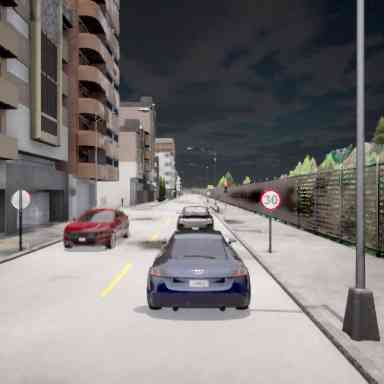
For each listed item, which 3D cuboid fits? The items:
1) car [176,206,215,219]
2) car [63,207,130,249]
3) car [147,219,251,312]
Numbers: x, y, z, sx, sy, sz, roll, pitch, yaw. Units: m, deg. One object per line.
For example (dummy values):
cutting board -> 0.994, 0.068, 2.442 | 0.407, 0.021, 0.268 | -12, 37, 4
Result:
car -> 0.185, 1.492, 17.734 | 2.128, 1.511, 4.902 | 0, 0, 1
car -> -4.017, 1.477, 14.713 | 1.882, 1.535, 5.008 | 0, 0, 0
car -> 0.131, 1.564, 7.819 | 1.994, 1.385, 4.181 | 0, 0, 0
